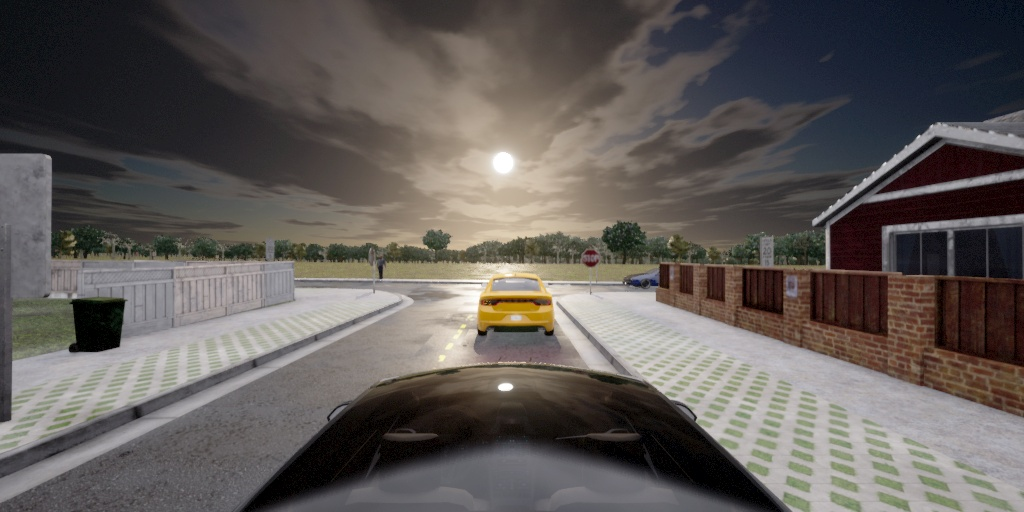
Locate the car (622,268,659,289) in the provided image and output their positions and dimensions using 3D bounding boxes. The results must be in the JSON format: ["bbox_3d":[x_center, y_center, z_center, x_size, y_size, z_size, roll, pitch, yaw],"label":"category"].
[{"bbox_3d":[10.197,1.454,23.810,5.357,1.411,2.033,1,0,0],"label":"car"}]

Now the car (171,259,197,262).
[{"bbox_3d":[-21.893,0.976,23.609,5.008,1.535,1.882,1,0,-1],"label":"car"}]

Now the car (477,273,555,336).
[{"bbox_3d":[0.092,1.229,10.468,1.882,1.535,5.008,0,0,0],"label":"car"}]

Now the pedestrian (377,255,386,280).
[{"bbox_3d":[-9.721,0.819,26.577,0.375,1.860,0.375,0,-1,0],"label":"pedestrian"}]
